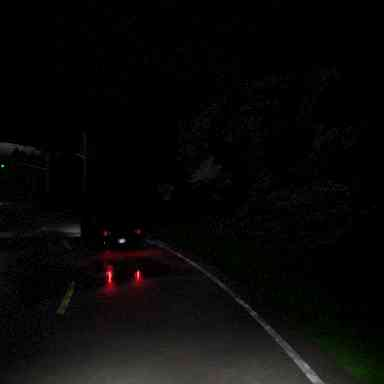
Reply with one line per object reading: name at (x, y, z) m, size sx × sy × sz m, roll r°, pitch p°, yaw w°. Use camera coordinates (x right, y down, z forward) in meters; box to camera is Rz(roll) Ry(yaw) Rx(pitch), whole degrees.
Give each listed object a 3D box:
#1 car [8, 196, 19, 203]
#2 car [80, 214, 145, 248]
car at (-38.143, 1.516, 71.077) m, size 2.128 × 1.511 × 4.902 m, roll 0°, pitch 0°, yaw -32°
car at (-3.752, 1.614, 14.914) m, size 1.895 × 1.301 × 4.718 m, roll 0°, pitch 0°, yaw -28°
